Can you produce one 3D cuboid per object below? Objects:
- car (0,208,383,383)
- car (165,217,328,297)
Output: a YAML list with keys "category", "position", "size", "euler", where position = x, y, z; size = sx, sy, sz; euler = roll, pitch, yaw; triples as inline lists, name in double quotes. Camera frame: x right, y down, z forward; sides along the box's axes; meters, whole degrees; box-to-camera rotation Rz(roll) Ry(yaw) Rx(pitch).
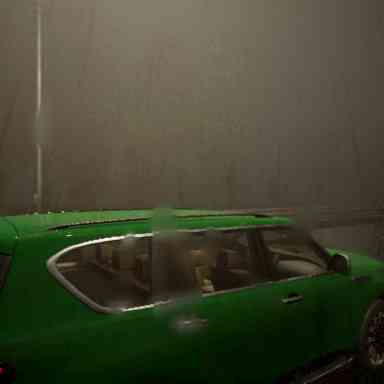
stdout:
- category: "car"
  position: [0.262, 1.214, 3.909]
  size: [5.566, 2.045, 2.150]
  euler: [0, 0, -35]
- category: "car"
  position: [1.588, 1.546, 9.108]
  size: [4.181, 1.385, 1.994]
  euler: [0, 0, -35]
